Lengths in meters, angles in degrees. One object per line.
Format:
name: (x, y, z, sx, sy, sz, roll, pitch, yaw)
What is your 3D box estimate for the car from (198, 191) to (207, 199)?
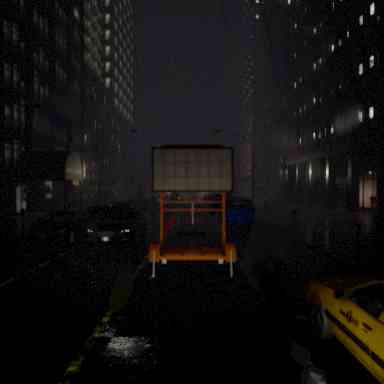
car: (2.693, 0.790, 88.737, 2.192, 1.841, 5.009, -1, 0, 0)

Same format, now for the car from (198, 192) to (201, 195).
car: (2.692, 0.824, 83.053, 2.192, 1.841, 5.009, -1, 0, 0)

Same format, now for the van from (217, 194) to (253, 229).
van: (2.684, 1.220, 20.534, 1.690, 1.788, 3.998, -1, 0, 0)

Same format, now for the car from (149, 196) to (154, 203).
car: (-5.692, 1.360, 37.588, 1.802, 1.307, 4.206, -1, 0, 0)

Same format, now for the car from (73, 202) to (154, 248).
car: (-3.099, 1.406, 14.351, 2.128, 1.511, 4.902, 0, 0, 0)

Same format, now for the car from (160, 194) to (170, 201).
car: (-5.687, 1.158, 71.688, 1.802, 1.307, 4.206, -1, 0, 0)

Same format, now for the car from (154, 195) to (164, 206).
car: (-5.691, 1.262, 48.954, 2.008, 1.369, 4.403, -1, 0, 0)

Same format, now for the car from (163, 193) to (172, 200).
car: (-5.687, 0.983, 77.371, 1.967, 1.590, 4.097, -1, 0, 0)

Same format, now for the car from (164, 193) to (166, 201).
car: (-5.689, 1.195, 60.321, 2.008, 1.369, 4.403, -1, 0, 0)

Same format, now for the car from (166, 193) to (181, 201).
car: (-2.991, 1.060, 58.507, 2.097, 1.767, 4.553, 0, 0, 0)

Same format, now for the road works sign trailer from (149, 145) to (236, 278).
road works sign trailer: (0.021, 0.405, 9.902, 2.380, 3.560, 2.880, 0, 0, 0)

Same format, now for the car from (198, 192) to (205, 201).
car: (2.692, 1.195, 60.320, 2.008, 1.369, 4.403, -1, 0, 0)

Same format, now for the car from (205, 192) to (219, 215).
car: (2.685, 1.127, 31.901, 2.192, 1.841, 5.009, -1, 0, 0)

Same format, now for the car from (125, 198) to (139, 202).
car: (-5.694, 1.390, 26.220, 1.887, 1.381, 4.507, -1, 0, 0)

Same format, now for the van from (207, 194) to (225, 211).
van: (2.686, 1.119, 37.585, 1.690, 1.788, 3.998, -1, 0, 0)

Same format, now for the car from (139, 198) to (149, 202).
car: (-5.694, 1.362, 31.904, 2.008, 1.369, 4.403, -1, 0, 0)

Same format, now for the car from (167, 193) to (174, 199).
car: (-5.685, 1.001, 88.569, 1.752, 1.417, 4.829, -1, 0, 0)

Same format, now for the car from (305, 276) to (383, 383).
car: (2.683, 1.503, 3.654, 1.752, 1.417, 4.829, -1, 0, 0)

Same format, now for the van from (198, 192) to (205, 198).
van: (2.695, 0.782, 94.420, 1.690, 1.788, 3.998, -1, 0, 0)

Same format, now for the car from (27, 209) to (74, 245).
car: (-5.696, 1.463, 14.853, 2.008, 1.369, 4.403, -1, 0, 0)
